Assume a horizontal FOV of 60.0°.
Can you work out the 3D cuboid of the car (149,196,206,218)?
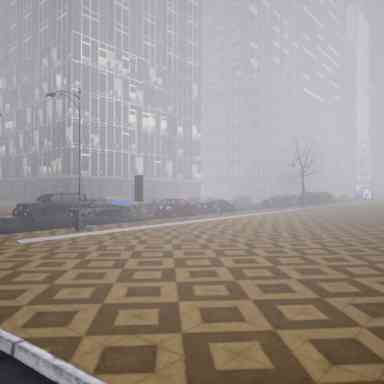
[{"bbox_3d":[-1.124,1.240,27.106,1.967,1.590,4.097,1,1,41],"label":"car"}]

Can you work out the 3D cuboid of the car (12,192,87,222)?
[{"bbox_3d":[-10.477,1.059,25.273,2.150,2.045,5.566,0,1,41],"label":"car"}]

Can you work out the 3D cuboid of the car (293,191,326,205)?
[{"bbox_3d":[17.267,0.885,48.800,2.192,1.841,5.009,1,1,41],"label":"car"}]

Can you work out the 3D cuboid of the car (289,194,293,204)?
[{"bbox_3d":[15.069,1.069,50.230,1.837,1.490,4.892,0,1,41],"label":"car"}]

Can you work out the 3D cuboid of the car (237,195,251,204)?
[{"bbox_3d":[7.211,1.148,49.941,1.947,1.339,4.313,1,1,41],"label":"car"}]

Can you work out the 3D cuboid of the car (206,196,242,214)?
[{"bbox_3d":[2.530,1.320,31.467,1.947,1.339,4.313,1,1,41],"label":"car"}]

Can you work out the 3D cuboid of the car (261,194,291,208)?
[{"bbox_3d":[9.872,1.244,40.157,1.802,1.307,4.206,1,1,41],"label":"car"}]

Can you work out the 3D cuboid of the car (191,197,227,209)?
[{"bbox_3d":[2.102,1.281,39.971,1.895,1.301,4.718,0,1,41],"label":"car"}]

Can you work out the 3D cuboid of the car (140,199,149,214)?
[{"bbox_3d":[-4.131,1.359,32.695,1.895,1.301,4.718,0,1,40],"label":"car"}]

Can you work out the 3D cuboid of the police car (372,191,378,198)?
[{"bbox_3d":[43.132,0.672,79.562,1.930,1.638,5.238,0,1,41],"label":"police car"}]

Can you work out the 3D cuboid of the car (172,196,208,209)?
[{"bbox_3d":[-0.188,1.218,41.300,1.887,1.381,4.507,1,1,41],"label":"car"}]

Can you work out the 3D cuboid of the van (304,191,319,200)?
[{"bbox_3d":[25.698,0.694,71.557,1.690,1.788,3.998,1,1,41],"label":"van"}]

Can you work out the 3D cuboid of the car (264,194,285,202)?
[{"bbox_3d":[14.606,1.056,58.589,1.947,1.339,4.313,1,1,41],"label":"car"}]

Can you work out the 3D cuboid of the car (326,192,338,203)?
[{"bbox_3d":[20.964,0.839,53.124,2.192,1.841,5.009,1,1,41],"label":"car"}]

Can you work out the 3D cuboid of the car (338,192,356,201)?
[{"bbox_3d":[28.468,0.957,61.904,1.752,1.417,4.829,1,1,41],"label":"car"}]

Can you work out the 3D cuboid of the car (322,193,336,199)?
[{"bbox_3d":[33.091,0.828,80.209,1.947,1.339,4.313,1,1,41],"label":"car"}]

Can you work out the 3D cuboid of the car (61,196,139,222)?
[{"bbox_3d":[-6.721,1.325,24.772,2.128,1.511,4.902,0,1,41],"label":"car"}]

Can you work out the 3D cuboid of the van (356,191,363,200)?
[{"bbox_3d":[35.752,0.683,70.420,1.690,1.788,3.998,1,1,41],"label":"van"}]

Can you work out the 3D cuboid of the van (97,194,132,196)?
[{"bbox_3d":[-7.665,1.107,32.723,1.690,1.788,3.998,1,1,41],"label":"van"}]
